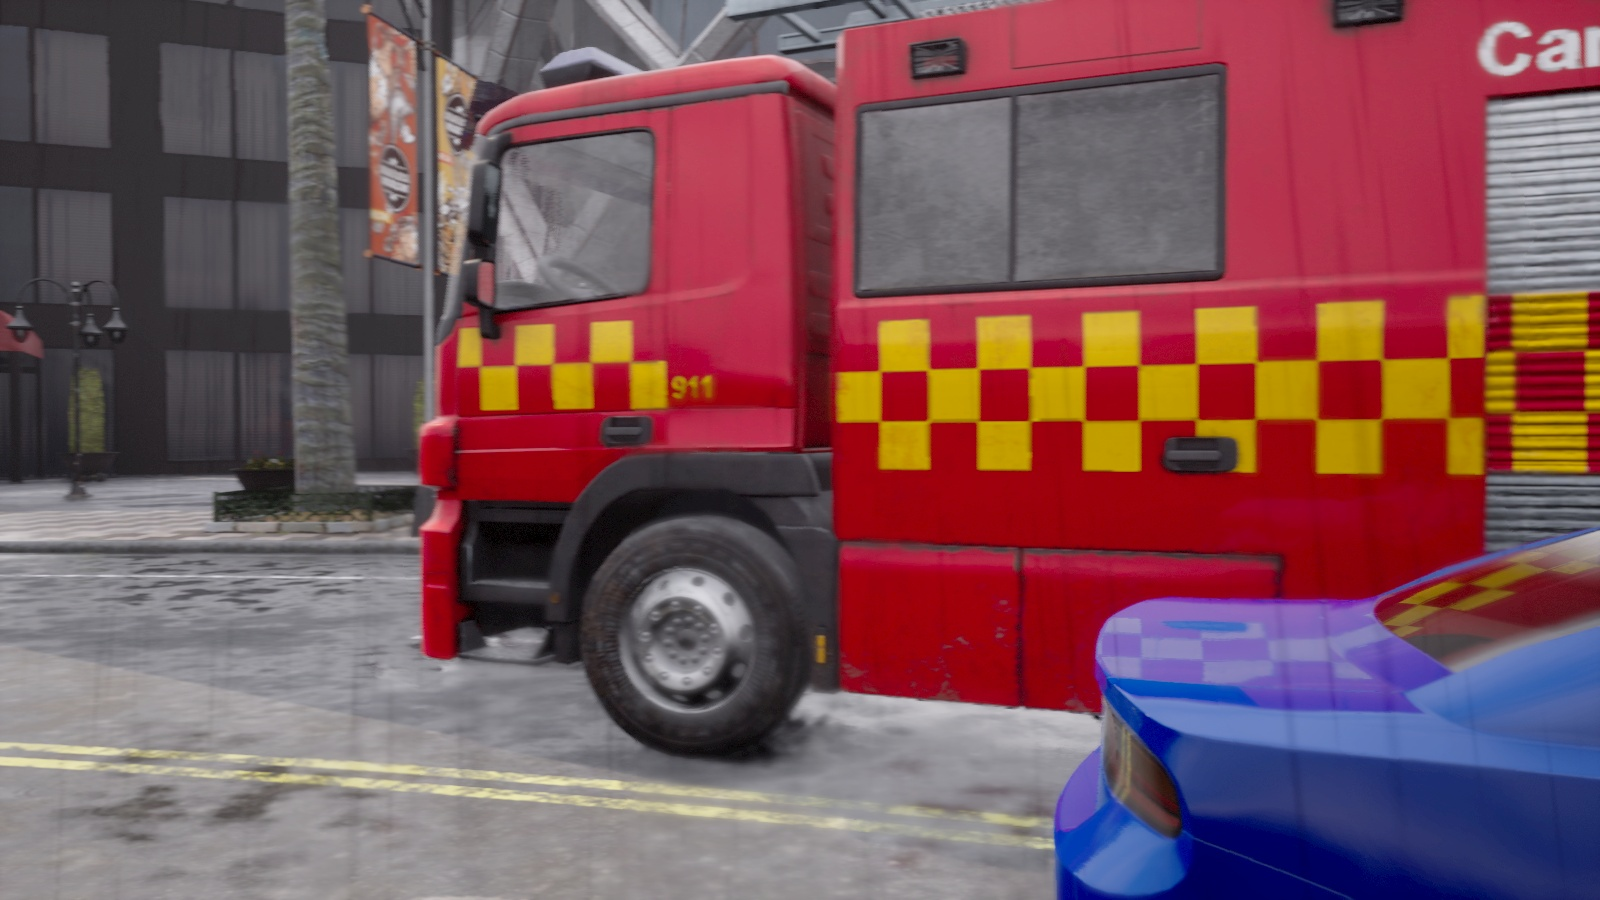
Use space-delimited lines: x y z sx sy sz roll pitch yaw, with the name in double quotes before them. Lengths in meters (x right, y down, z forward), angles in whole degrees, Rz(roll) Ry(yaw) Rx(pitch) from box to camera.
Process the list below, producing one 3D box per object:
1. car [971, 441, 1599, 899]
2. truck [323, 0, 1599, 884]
"car" 2.966 0.776 2.100 5.008 1.535 1.882 1 1 21
"truck" 1.941 -0.442 6.275 8.468 3.827 2.891 1 1 23
